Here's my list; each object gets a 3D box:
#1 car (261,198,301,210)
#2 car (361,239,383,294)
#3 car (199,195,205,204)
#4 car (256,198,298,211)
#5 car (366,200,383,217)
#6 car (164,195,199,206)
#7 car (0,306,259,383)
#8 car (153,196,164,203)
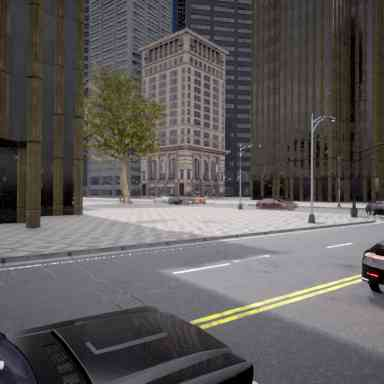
[{"bbox_3d":[11.259,1.511,42.425,1.812,1.442,4.674,1,0,-39],"label":"car"},{"bbox_3d":[5.787,1.492,7.567,4.902,1.511,2.128,0,0,-35],"label":"car"},{"bbox_3d":[-0.739,1.473,56.472,2.128,1.511,4.902,1,-1,-42],"label":"car"},{"bbox_3d":[9.651,1.478,39.263,1.812,1.442,4.674,1,-1,-39],"label":"car"},{"bbox_3d":[16.447,1.459,27.182,2.128,1.511,4.902,1,1,-10],"label":"car"},{"bbox_3d":[-1.778,1.440,52.744,2.128,1.511,4.902,1,-1,-42],"label":"car"},{"bbox_3d":[-1.733,1.601,2.205,4.718,1.301,1.895,0,0,-36],"label":"car"},{"bbox_3d":[-6.412,1.568,72.112,1.812,1.442,4.674,1,-1,-45],"label":"car"}]
